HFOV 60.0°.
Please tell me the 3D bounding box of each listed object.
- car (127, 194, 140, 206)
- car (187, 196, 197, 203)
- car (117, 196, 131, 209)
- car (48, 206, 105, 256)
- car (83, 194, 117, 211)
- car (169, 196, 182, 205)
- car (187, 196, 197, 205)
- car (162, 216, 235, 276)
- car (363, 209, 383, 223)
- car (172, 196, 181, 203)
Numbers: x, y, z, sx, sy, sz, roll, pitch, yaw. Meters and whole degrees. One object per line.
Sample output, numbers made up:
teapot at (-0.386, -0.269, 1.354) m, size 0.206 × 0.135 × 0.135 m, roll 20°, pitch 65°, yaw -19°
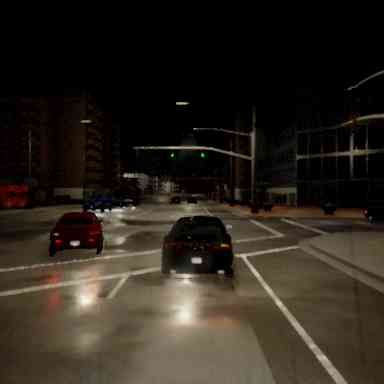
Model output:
car at (-10.484, 1.403, 57.986) m, size 2.150 × 2.045 × 5.566 m, roll 0°, pitch -1°, yaw 0°
car at (0.035, 1.712, 77.328) m, size 2.097 × 1.767 × 4.553 m, roll 0°, pitch -1°, yaw 0°
car at (-10.529, 1.681, 47.772) m, size 1.895 × 1.301 × 4.718 m, roll 0°, pitch -1°, yaw 1°
car at (-4.535, 1.516, 13.234) m, size 1.812 × 1.442 × 4.674 m, roll 0°, pitch 0°, yaw -16°
car at (-10.555, 1.226, 37.702) m, size 2.150 × 2.045 × 5.566 m, roll 0°, pitch 0°, yaw 0°
car at (-3.470, 1.776, 66.109) m, size 1.812 × 1.442 × 4.674 m, roll 0°, pitch -1°, yaw 0°
car at (0.035, 1.732, 67.102) m, size 1.882 × 1.535 × 5.008 m, roll 0°, pitch -1°, yaw 0°
car at (0.250, 1.473, 10.377) m, size 1.882 × 1.535 × 5.008 m, roll 0°, pitch 0°, yaw 3°
car at (14.778, 1.512, 23.415) m, size 4.718 × 1.301 × 1.895 m, roll 0°, pitch 0°, yaw 1°
car at (-3.465, 1.780, 76.111) m, size 1.837 × 1.490 × 4.892 m, roll 0°, pitch -1°, yaw 0°
